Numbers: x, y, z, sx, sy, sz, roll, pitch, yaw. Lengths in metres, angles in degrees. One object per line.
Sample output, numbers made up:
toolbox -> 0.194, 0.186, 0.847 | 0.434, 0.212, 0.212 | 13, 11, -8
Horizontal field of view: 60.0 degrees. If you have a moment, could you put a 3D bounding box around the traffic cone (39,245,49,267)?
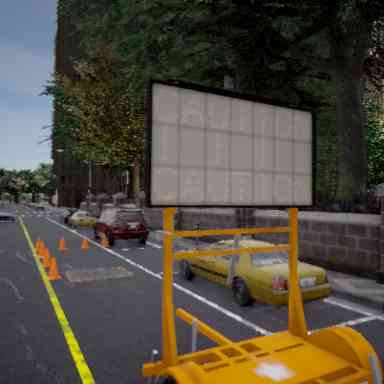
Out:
traffic cone -> -4.956, 2.230, 11.382 | 0.340, 0.580, 0.340 | 1, -2, -28

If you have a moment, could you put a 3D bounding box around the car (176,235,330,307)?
car -> 1.159, 1.779, 8.588 | 1.752, 1.417, 4.829 | 1, -2, -28

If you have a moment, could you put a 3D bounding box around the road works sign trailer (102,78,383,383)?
road works sign trailer -> 0.466, 0.589, 4.117 | 2.380, 3.560, 2.880 | 1, -2, -28

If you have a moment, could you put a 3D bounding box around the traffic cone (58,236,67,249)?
traffic cone -> -5.982, 2.331, 15.374 | 0.340, 0.580, 0.340 | 1, -2, -28

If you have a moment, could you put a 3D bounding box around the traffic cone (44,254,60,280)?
traffic cone -> -4.003, 2.191, 9.624 | 0.340, 0.580, 0.340 | 1, -2, -28

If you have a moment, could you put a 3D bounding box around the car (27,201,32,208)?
car -> -39.951, 3.545, 84.455 | 2.008, 1.369, 4.403 | 1, -2, -28

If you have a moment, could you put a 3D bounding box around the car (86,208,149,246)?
car -> -3.956, 1.783, 18.037 | 2.192, 1.841, 5.009 | 1, -2, -28

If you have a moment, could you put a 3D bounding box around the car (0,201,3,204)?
car -> -42.265, 2.906, 70.845 | 2.192, 1.841, 5.009 | 1, -2, -28

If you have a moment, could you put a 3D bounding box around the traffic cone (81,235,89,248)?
traffic cone -> -5.103, 2.352, 15.850 | 0.340, 0.580, 0.340 | 1, -2, -28

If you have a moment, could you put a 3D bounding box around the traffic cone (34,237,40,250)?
traffic cone -> -6.861, 2.310, 14.898 | 0.340, 0.580, 0.340 | 1, -2, -28

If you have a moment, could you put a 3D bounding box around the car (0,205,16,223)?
car -> -18.946, 2.309, 33.599 | 2.033, 1.411, 5.357 | 1, -2, -28

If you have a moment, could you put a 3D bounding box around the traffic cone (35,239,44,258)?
traffic cone -> -5.908, 2.270, 13.140 | 0.340, 0.580, 0.340 | 1, -2, -28

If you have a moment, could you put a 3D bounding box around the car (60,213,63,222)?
car -> -11.756, 2.360, 32.420 | 1.947, 1.339, 4.313 | 1, -2, -28

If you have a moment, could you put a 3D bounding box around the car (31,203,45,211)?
car -> -32.180, 3.101, 70.119 | 1.967, 1.590, 4.097 | 1, -2, -28

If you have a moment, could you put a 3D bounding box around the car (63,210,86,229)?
car -> -9.237, 2.214, 27.774 | 1.752, 1.417, 4.829 | 1, -2, -28
